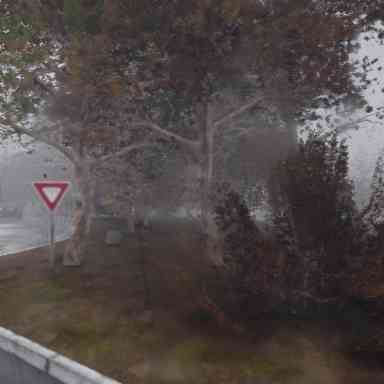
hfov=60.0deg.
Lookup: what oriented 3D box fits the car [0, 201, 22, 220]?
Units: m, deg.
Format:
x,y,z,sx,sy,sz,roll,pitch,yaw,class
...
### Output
x,y,z,sx,sy,sz,roll,pitch,yaw,class
-17.170,1.568,29.680,4.553,1.767,2.097,0,0,36,car
